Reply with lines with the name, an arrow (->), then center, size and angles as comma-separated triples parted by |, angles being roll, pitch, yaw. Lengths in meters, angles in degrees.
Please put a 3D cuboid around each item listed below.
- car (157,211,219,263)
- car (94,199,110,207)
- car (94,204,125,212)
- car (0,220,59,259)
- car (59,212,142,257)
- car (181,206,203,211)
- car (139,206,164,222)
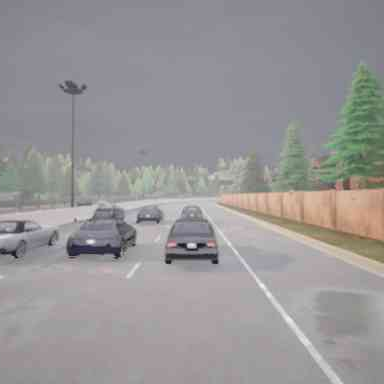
car -> 0.000, 1.683, 12.515 | 2.033, 1.411, 5.357 | 0, -1, 0
car -> -17.549, 2.224, 65.255 | 1.812, 1.442, 4.674 | 0, 0, 0
car -> -7.002, 1.799, 28.488 | 2.128, 1.511, 4.902 | 0, 0, 0
car -> -6.993, 1.744, 13.232 | 1.895, 1.301, 4.718 | 0, -1, 0
car -> -3.490, 1.711, 13.534 | 1.994, 1.385, 4.181 | 0, -1, 0
car -> -0.009, 1.844, 27.530 | 2.033, 1.411, 5.357 | 0, -1, 0
car -> -3.499, 1.870, 28.415 | 1.994, 1.385, 4.181 | 0, -1, 0
